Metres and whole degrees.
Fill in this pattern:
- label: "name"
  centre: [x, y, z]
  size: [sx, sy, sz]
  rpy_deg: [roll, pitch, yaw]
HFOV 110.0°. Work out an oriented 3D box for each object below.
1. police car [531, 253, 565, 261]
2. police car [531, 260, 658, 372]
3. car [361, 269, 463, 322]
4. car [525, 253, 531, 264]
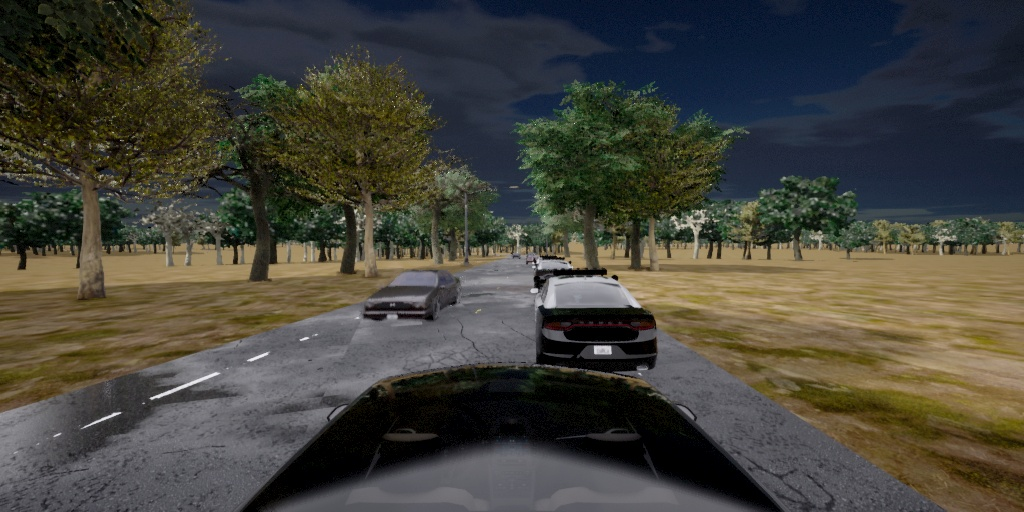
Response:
- label: "police car"
  centre: [2.021, 0.852, 17.644]
  size: [1.930, 1.638, 5.238]
  rpy_deg: [1, 1, 3]
- label: "police car"
  centre: [1.430, 1.070, 7.653]
  size: [1.930, 1.638, 5.238]
  rpy_deg: [-1, 1, 3]
- label: "car"
  centre: [-2.962, 1.150, 11.993]
  size: [2.033, 1.411, 5.357]
  rpy_deg: [0, 1, 4]
- label: "car"
  centre: [2.900, 0.435, 50.510]
  size: [2.033, 1.411, 5.357]
  rpy_deg: [0, 1, 3]
